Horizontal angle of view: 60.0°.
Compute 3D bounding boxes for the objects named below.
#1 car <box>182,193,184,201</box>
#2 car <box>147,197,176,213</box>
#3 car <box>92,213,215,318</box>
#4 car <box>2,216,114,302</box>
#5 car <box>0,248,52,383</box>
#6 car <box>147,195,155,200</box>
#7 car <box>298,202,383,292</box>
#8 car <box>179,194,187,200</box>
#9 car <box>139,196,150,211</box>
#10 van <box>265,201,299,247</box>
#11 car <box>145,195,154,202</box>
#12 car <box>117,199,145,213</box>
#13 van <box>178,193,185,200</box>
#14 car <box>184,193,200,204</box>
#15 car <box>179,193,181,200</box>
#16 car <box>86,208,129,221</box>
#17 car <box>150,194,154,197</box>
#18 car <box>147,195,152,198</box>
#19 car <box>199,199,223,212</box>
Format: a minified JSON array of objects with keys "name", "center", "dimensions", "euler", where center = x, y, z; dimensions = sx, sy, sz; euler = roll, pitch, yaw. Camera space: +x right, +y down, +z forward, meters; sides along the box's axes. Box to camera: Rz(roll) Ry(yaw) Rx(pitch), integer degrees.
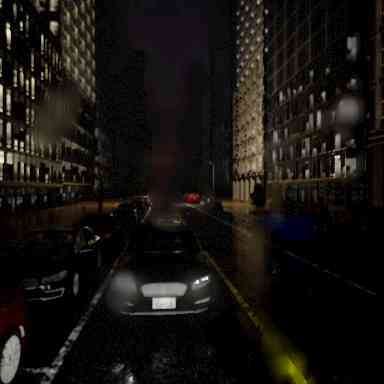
[{"name":"car","center":[-0.289,1.197,65.470],"dimensions":[2.192,1.841,5.009],"euler":[-1,0,-5]},{"name":"car","center":[-2.369,1.432,26.848],"dimensions":[1.882,1.535,5.008],"euler":[0,0,-5]},{"name":"car","center":[-0.672,1.478,7.667],"dimensions":[2.128,1.511,4.902],"euler":[0,0,-5]},{"name":"car","center":[-3.320,1.539,8.099],"dimensions":[2.008,1.369,4.403],"euler":[-1,0,-5]},{"name":"car","center":[-2.788,1.542,2.440],"dimensions":[1.887,1.381,4.507],"euler":[-1,0,-5]},{"name":"car","center":[-10.755,1.399,87.322],"dimensions":[2.008,1.369,4.403],"euler":[-1,0,-5]},{"name":"car","center":[5.022,1.295,8.881],"dimensions":[2.192,1.841,5.009],"euler":[-1,0,-5]},{"name":"car","center":[-2.413,1.280,88.105],"dimensions":[1.967,1.590,4.097],"euler":[-1,0,-5]},{"name":"car","center":[-5.975,1.491,36.392],"dimensions":[2.008,1.369,4.403],"euler":[-1,0,-5]},{"name":"van","center":[4.491,1.312,14.540],"dimensions":[1.690,1.788,3.998],"euler":[-1,0,-5]},{"name":"car","center":[-9.693,1.436,76.004],"dimensions":[1.947,1.339,4.313],"euler":[-1,0,-5]},{"name":"car","center":[-4.913,1.510,25.075],"dimensions":[2.008,1.369,4.403],"euler":[-1,0,-5]},{"name":"van","center":[-2.944,1.170,93.763],"dimensions":[1.690,1.788,3.998],"euler":[-1,0,-5]},{"name":"car","center":[0.242,1.207,59.810],"dimensions":[2.192,1.841,5.009],"euler":[-1,0,-5]},{"name":"car","center":[-1.350,1.302,76.787],"dimensions":[1.967,1.590,4.097],"euler":[-1,0,-5]},{"name":"car","center":[-3.850,1.561,13.758],"dimensions":[1.802,1.307,4.206],"euler":[-1,0,-5]},{"name":"car","center":[-7.569,1.351,53.368],"dimensions":[1.967,1.590,4.097],"euler":[-1,0,-5]},{"name":"car","center":[-7.037,1.502,47.710],"dimensions":[1.802,1.307,4.206],"euler":[-1,0,-5]},{"name":"car","center":[2.369,1.483,37.175],"dimensions":[2.008,1.369,4.403],"euler":[-1,0,-5]}]
